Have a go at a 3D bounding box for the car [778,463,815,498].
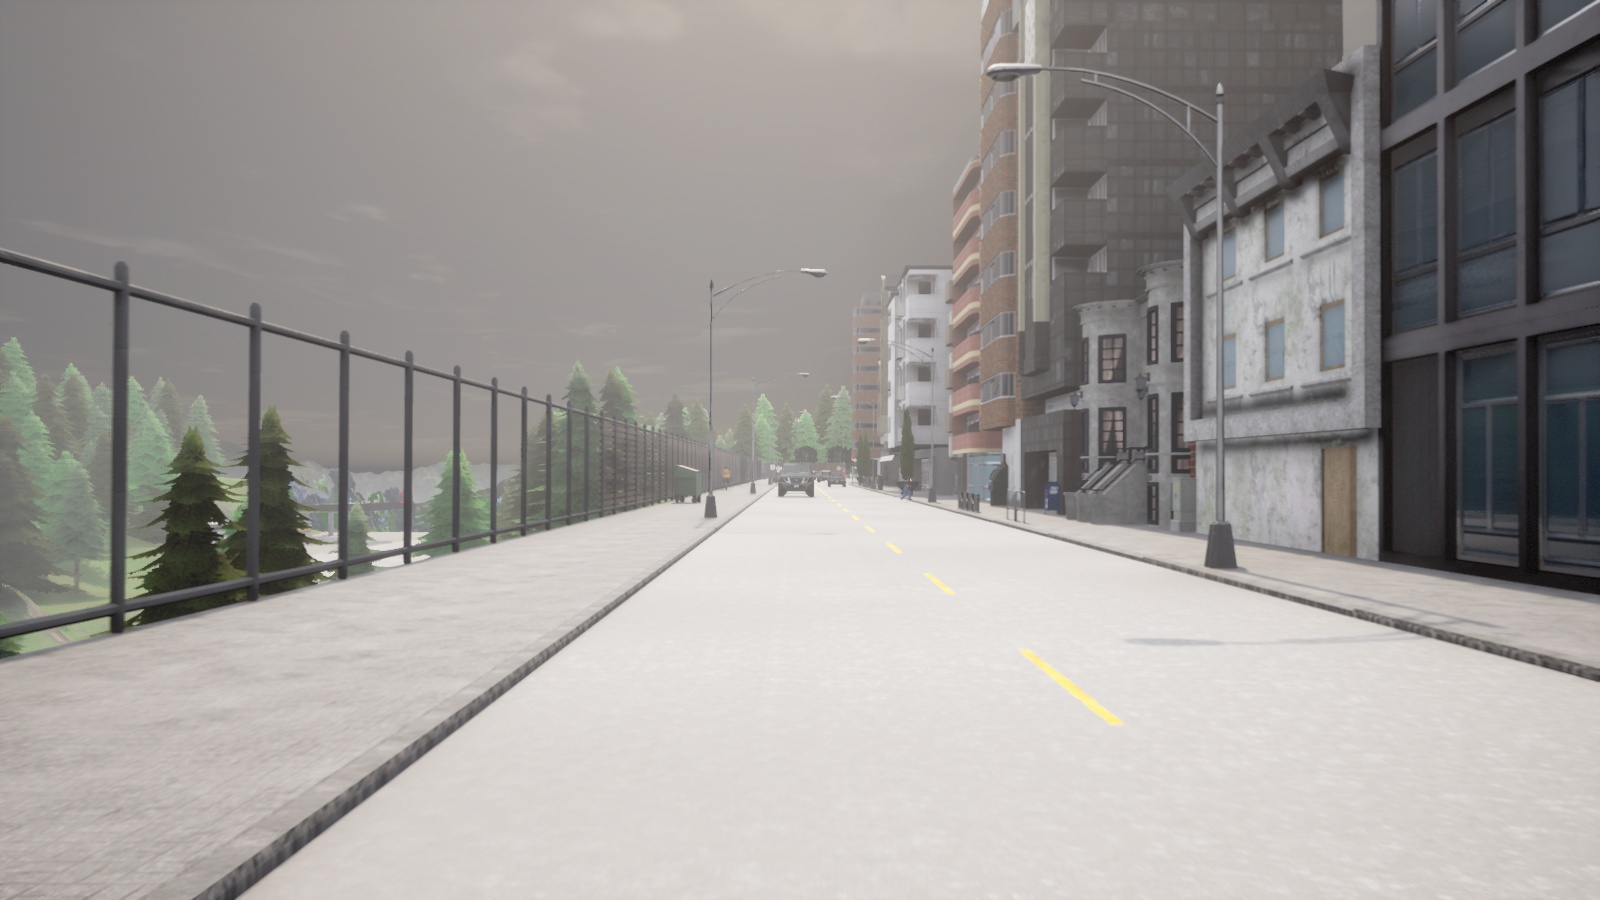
[{"bbox_3d":[-0.214,1.818,76.653,2.150,2.045,5.566,0,-1,0],"label":"car"}]
